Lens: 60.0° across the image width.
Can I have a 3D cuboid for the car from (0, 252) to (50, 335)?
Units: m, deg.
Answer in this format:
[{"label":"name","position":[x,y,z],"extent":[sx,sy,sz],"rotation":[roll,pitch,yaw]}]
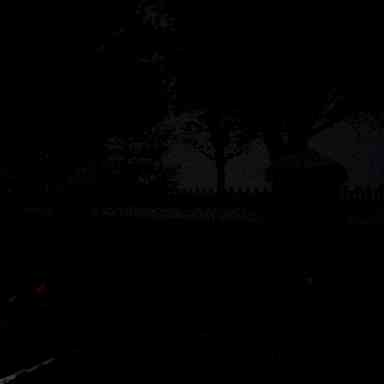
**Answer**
[{"label":"car","position":[-4.187,1.653,5.882],"extent":[4.206,1.307,1.802],"rotation":[-1,0,35]}]
